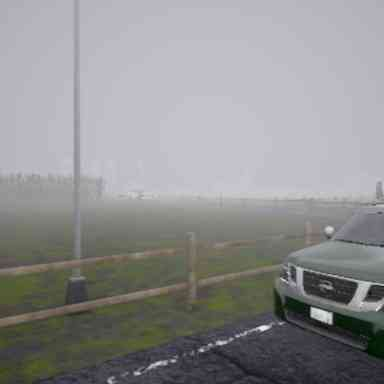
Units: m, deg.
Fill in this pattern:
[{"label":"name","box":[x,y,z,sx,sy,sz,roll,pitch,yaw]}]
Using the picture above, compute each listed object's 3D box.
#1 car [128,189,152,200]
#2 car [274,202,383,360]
[{"label":"car","box":[-8.946,0.526,57.038,2.150,2.045,5.566,0,1,-37]},{"label":"car","box":[3.904,1.213,5.842,5.566,2.045,2.150,0,0,-35]}]
